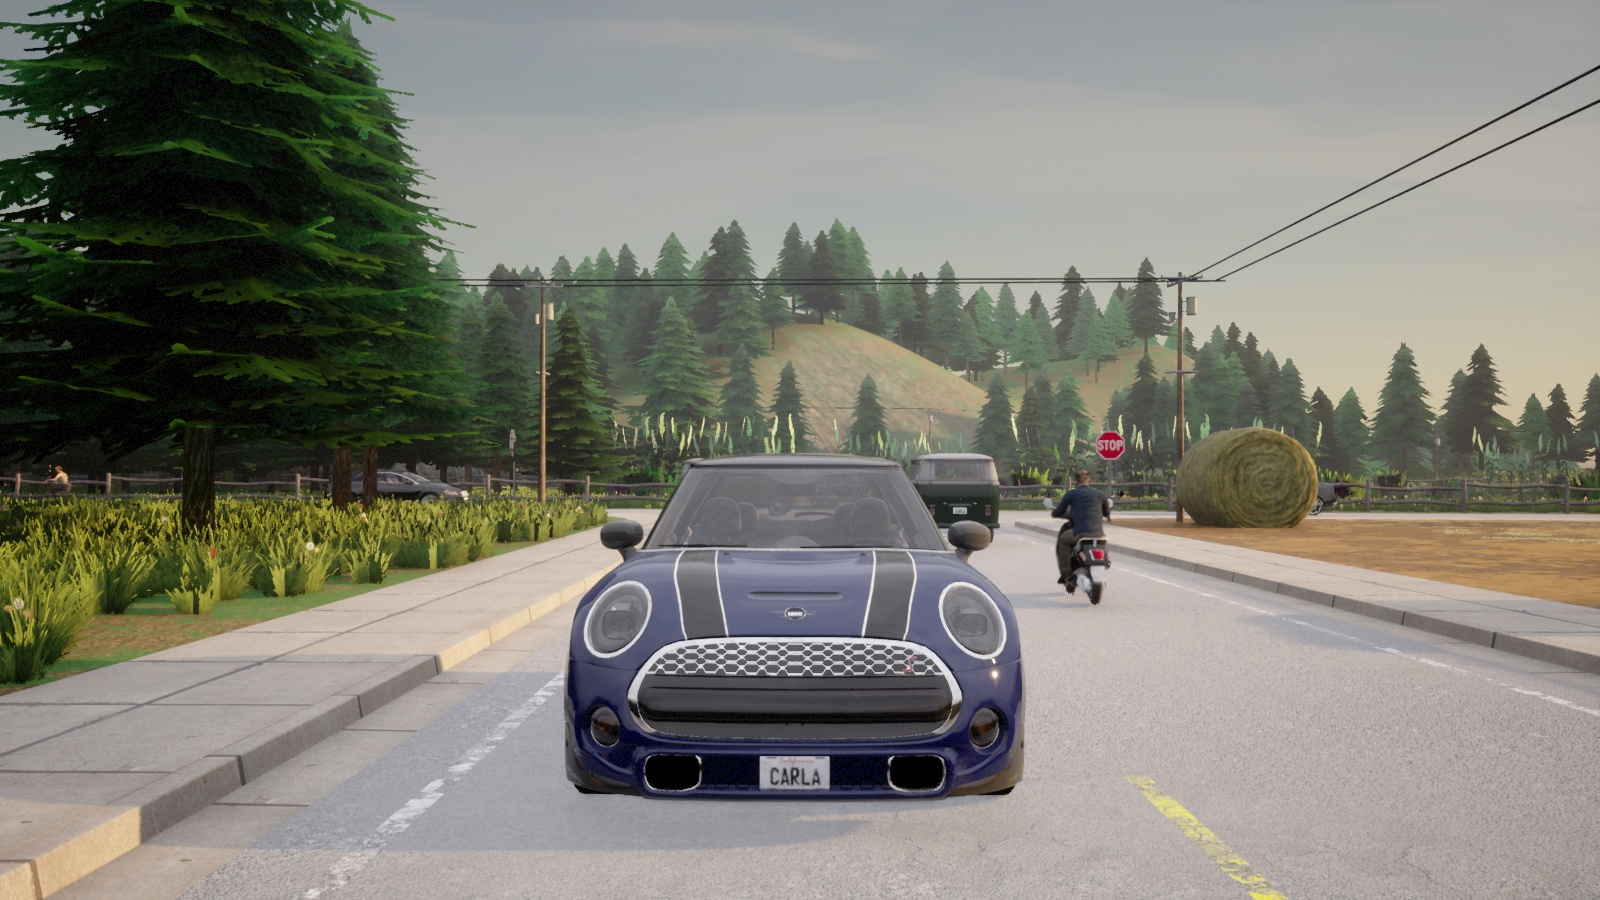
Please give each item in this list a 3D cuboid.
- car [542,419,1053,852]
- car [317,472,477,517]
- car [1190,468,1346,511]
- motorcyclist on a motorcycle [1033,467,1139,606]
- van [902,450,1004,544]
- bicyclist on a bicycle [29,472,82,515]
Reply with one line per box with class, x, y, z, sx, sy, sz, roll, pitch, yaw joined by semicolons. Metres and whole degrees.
car;-0.021;0.798;7.441;2.097;1.767;4.553;0;-1;0
car;-13.982;1.525;43.762;4.902;1.511;2.128;0;-1;3
car;17.010;1.436;45.842;4.902;1.511;2.128;0;-1;3
motorcyclist on a motorcycle;3.459;1.012;15.366;0.866;1.590;1.817;0;-1;0
van;3.424;1.038;28.899;1.775;1.987;4.442;0;-1;0
bicyclist on a bicycle;-28.257;1.635;47.675;1.509;1.612;0.866;0;-1;1
